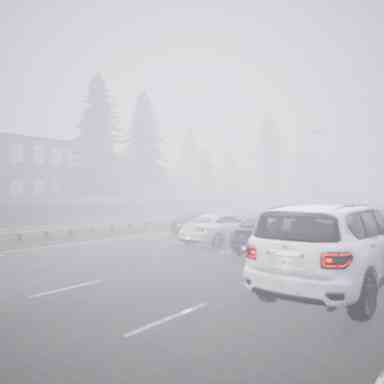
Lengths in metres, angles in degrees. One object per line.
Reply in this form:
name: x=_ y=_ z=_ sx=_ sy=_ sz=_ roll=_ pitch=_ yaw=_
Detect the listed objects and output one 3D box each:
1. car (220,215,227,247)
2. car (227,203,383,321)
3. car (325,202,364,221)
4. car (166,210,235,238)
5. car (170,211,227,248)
car: x=3.398 y=1.654 z=13.089 sx=1.837 sy=1.490 sz=4.892 roll=-2 pitch=-1 yaw=41
car: x=3.375 y=1.290 z=7.766 sx=2.150 sy=2.045 sz=5.566 roll=-2 pitch=-1 yaw=41
car: x=14.119 y=1.740 z=30.642 sx=1.837 sy=1.490 sz=4.892 roll=-2 pitch=-1 yaw=41
car: x=0.601 y=1.872 z=20.518 sx=1.994 sy=1.385 sz=4.181 roll=-2 pitch=-1 yaw=41
car: x=1.348 y=1.754 z=16.082 sx=1.812 sy=1.442 sz=4.674 roll=-2 pitch=-1 yaw=41
